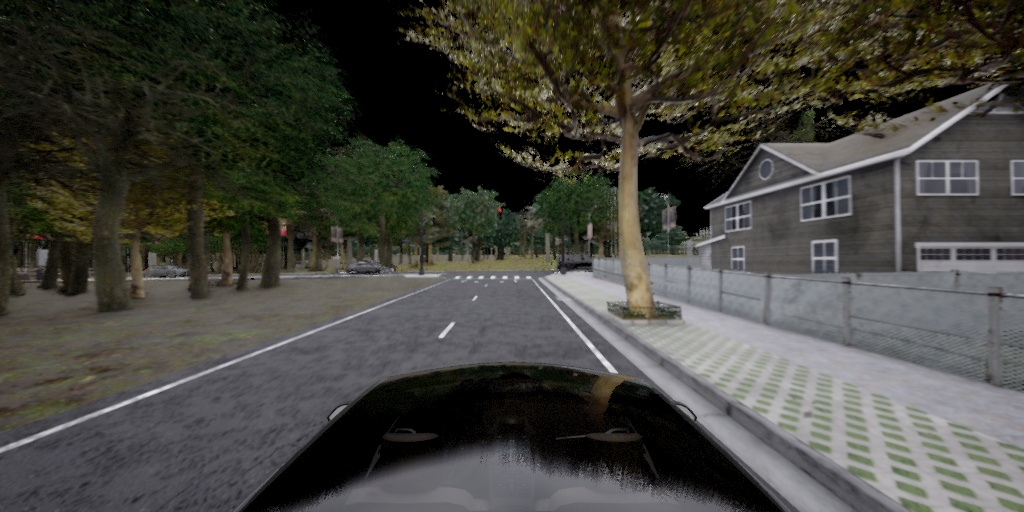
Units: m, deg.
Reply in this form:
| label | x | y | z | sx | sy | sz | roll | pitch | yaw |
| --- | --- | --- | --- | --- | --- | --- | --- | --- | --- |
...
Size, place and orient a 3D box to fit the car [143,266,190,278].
| label | x | y | z | sx | sy | sz | roll | pitch | yaw |
| --- | --- | --- | --- | --- | --- | --- | --- | --- | --- |
| car | -37.032 | 1.729 | 38.697 | 4.181 | 1.385 | 1.994 | -1 | -1 | 0 |

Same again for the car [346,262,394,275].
| label | x | y | z | sx | sy | sz | roll | pitch | yaw |
| --- | --- | --- | --- | --- | --- | --- | --- | --- | --- |
| car | -15.285 | 1.373 | 38.632 | 4.902 | 1.511 | 2.128 | -1 | -1 | 0 |

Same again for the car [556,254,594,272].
| label | x | y | z | sx | sy | sz | roll | pitch | yaw |
| --- | --- | --- | --- | --- | --- | --- | --- | --- | --- |
| car | 7.539 | 0.794 | 38.561 | 5.566 | 2.045 | 2.150 | -1 | -1 | 0 |
